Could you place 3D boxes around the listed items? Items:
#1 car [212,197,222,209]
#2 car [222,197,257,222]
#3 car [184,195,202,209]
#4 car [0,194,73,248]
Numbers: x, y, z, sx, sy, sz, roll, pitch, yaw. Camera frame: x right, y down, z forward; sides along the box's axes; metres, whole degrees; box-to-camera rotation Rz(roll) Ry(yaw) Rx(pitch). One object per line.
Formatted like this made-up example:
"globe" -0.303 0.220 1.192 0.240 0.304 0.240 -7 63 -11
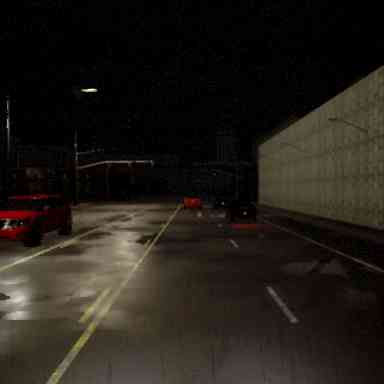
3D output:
"car" 3.590 1.305 40.490 1.994 1.385 4.181 0 0 0
"car" 3.599 1.317 25.049 1.882 1.535 5.008 0 0 0
"car" 0.094 1.088 41.112 2.097 1.767 4.553 0 0 0
"car" -7.101 1.127 14.654 2.150 2.045 5.566 0 0 0
